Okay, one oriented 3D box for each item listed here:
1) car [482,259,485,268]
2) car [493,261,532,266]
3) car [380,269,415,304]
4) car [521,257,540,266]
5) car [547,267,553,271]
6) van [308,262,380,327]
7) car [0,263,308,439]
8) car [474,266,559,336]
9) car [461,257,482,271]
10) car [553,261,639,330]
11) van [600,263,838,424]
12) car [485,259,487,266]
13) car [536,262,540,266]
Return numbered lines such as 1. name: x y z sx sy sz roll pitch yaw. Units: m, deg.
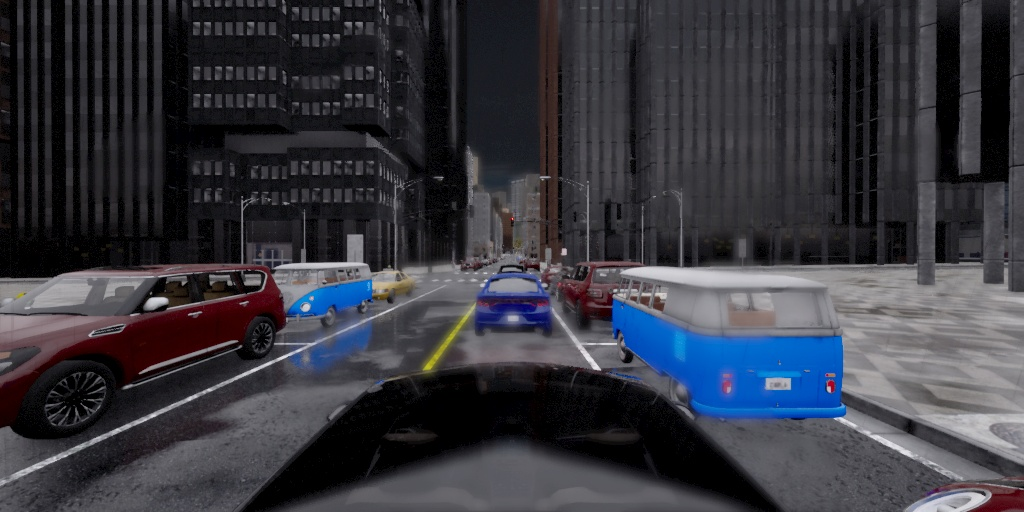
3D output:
1. car: -5.764 1.090 54.840 2.192 1.841 5.009 0 0 0
2. car: 0.000 1.257 20.756 1.837 1.490 4.892 0 0 0
3. car: -5.764 1.276 16.463 1.751 1.417 4.829 0 0 0
4. car: 2.762 1.084 49.188 2.192 1.841 5.009 0 0 0
5. car: 2.764 1.301 16.622 2.007 1.370 4.403 0 0 0
6. van: -5.765 1.091 11.109 1.690 1.789 3.998 0 0 0
7. car: -5.765 1.064 5.584 2.192 1.841 5.009 0 0 0
8. car: 0.058 1.228 10.385 1.882 1.535 5.008 0 0 1
9. car: -5.764 1.084 49.197 2.192 1.841 5.009 0 0 0
10. car: 2.765 1.064 11.097 2.192 1.841 5.009 0 0 0
11. van: 2.767 1.090 5.571 1.690 1.789 3.998 0 0 0
12. car: -5.764 1.348 60.483 1.948 1.339 4.313 0 0 0
13. car: 2.763 1.297 22.147 1.888 1.381 4.507 0 0 0
